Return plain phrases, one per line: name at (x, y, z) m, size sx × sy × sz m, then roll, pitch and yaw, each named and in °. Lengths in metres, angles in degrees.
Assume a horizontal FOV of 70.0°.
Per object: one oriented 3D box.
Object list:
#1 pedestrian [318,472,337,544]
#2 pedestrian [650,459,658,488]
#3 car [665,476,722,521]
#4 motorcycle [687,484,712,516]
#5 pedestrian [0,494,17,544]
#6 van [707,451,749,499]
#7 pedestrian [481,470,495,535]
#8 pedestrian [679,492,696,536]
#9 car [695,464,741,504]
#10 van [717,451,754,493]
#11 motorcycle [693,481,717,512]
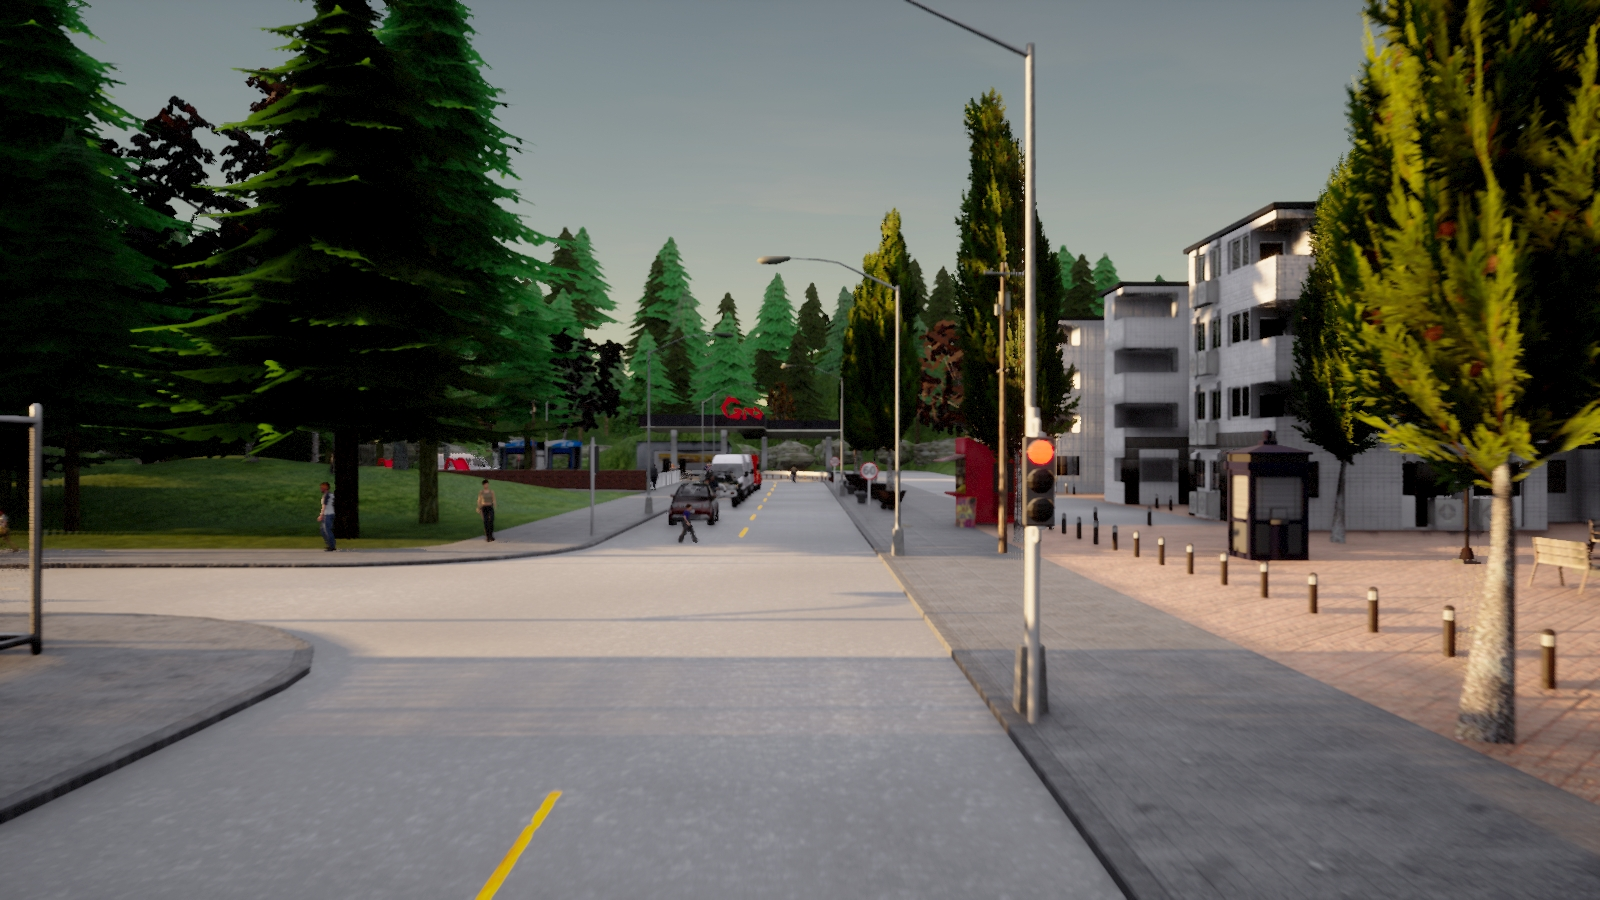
pedestrian at (-12.474, 1.524, 30.160) m, size 0.375 × 1.860 × 0.375 m, roll 0°, pitch 0°, yaw -9°
pedestrian at (-9.423, 1.525, 73.644) m, size 0.375 × 1.860 × 0.375 m, roll 0°, pitch 0°, yaw 17°
car at (-4.001, 1.804, 43.400) m, size 1.789 × 1.549 × 3.705 m, roll 0°, pitch 0°, yaw 0°
motorcycle at (-4.019, 1.992, 45.868) m, size 0.803 × 1.145 × 2.033 m, roll 0°, pitch 0°, yaw 0°
pedestrian at (-20.811, 1.805, 29.918) m, size 0.375 × 1.300 × 0.375 m, roll 0°, pitch 0°, yaw -12°
van at (-3.993, 1.315, 64.063) m, size 1.988 × 2.561 × 5.915 m, roll 0°, pitch 0°, yaw 0°
pedestrian at (-9.070, 1.526, 33.218) m, size 0.375 × 1.860 × 0.375 m, roll 0°, pitch 0°, yaw -8°
pedestrian at (-3.383, 1.909, 34.292) m, size 0.375 × 1.300 × 0.375 m, roll 0°, pitch 0°, yaw 21°
car at (-4.047, 1.644, 56.997) m, size 1.932 × 1.855 × 4.605 m, roll 0°, pitch 0°, yaw 0°
van at (-3.981, 1.315, 71.758) m, size 1.988 × 2.561 × 5.915 m, roll 0°, pitch 0°, yaw 0°
motorcycle at (-3.989, 1.962, 48.164) m, size 0.856 × 1.236 × 1.805 m, roll 0°, pitch 0°, yaw 0°
